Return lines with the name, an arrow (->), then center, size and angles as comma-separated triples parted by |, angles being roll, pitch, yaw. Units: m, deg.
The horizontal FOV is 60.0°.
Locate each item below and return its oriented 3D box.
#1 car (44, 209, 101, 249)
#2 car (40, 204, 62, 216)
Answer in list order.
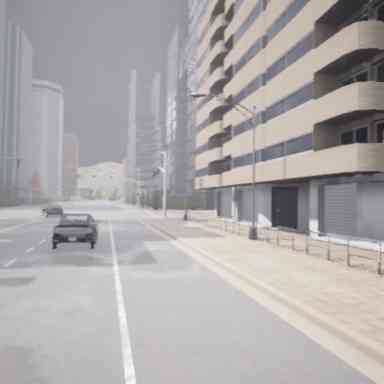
car -> -5.587, 1.808, 16.249 | 2.128, 1.511, 4.902 | 1, -1, -14
car -> -16.592, 2.199, 39.345 | 1.837, 1.490, 4.892 | 3, -2, -33
